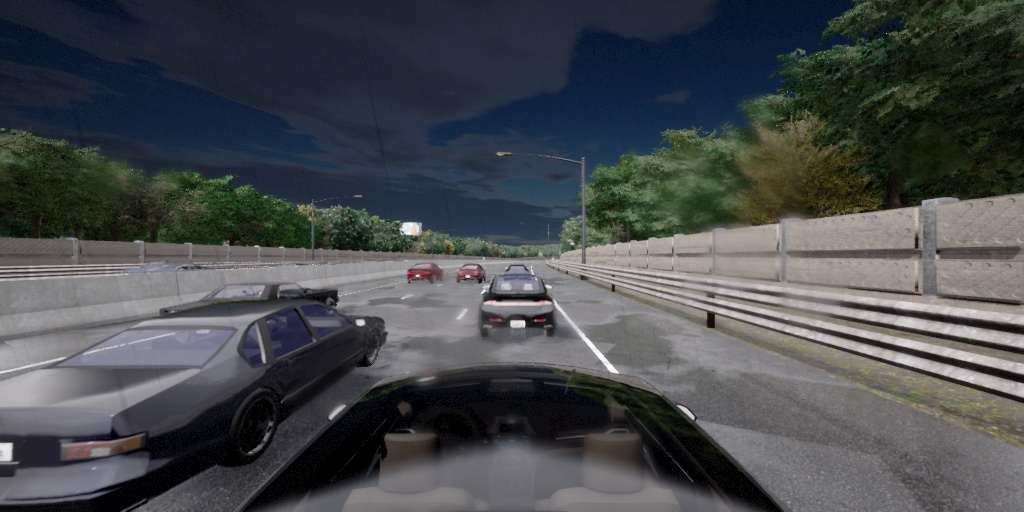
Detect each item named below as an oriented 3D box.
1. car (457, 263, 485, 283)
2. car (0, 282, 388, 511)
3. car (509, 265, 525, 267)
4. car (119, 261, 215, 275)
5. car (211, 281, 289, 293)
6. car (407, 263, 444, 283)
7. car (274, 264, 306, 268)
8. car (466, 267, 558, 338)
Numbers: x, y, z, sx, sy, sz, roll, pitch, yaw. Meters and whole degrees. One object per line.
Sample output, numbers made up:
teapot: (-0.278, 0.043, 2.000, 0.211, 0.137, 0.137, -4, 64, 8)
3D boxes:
car: (-3.091, 1.294, 27.830, 1.812, 1.442, 4.674, 0, 0, 1)
car: (-3.378, 1.297, 4.797, 2.033, 1.411, 5.357, 0, 0, -1)
car: (0.406, 1.333, 27.205, 1.994, 1.385, 4.181, 0, 0, 1)
car: (-20.899, 1.247, 22.175, 2.128, 1.511, 4.902, 0, 0, 1)
car: (-6.856, 1.352, 10.177, 1.895, 1.301, 4.718, 0, 0, 0)
car: (-6.585, 1.244, 27.784, 1.882, 1.535, 5.008, 0, 0, 1)
car: (-17.291, 1.309, 27.884, 2.033, 1.411, 5.357, 0, 0, 1)
car: (0.147, 1.245, 10.116, 2.128, 1.511, 4.902, 0, 0, 0)
